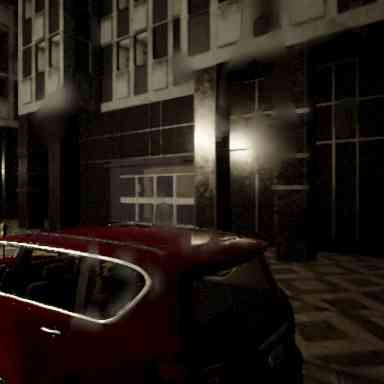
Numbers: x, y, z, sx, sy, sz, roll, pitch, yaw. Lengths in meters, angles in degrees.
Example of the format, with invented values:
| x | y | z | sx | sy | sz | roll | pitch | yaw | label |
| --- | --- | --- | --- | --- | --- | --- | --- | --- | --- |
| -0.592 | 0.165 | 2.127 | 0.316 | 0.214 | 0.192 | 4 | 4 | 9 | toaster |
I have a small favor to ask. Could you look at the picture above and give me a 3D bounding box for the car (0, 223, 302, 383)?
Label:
| x | y | z | sx | sy | sz | roll | pitch | yaw | label |
| --- | --- | --- | --- | --- | --- | --- | --- | --- | --- |
| -1.309 | 1.307 | 3.893 | 5.009 | 1.841 | 2.192 | 0 | 0 | 35 | car |
